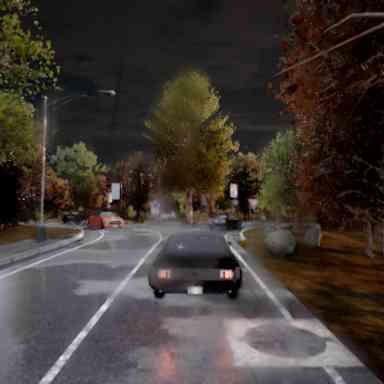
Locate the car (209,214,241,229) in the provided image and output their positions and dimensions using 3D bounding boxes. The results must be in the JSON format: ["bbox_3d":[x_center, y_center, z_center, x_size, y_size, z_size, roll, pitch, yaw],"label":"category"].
[{"bbox_3d":[3.075,2.759,30.891,2.033,1.411,5.357,-2,-5,22],"label":"car"}]

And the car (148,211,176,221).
[{"bbox_3d":[-5.917,4.777,66.282,5.566,2.045,2.150,1,-4,-8],"label":"car"}]

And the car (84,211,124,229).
[{"bbox_3d":[-8.248,2.627,31.795,2.097,1.767,4.553,3,-5,-37],"label":"car"}]

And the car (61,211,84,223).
[{"bbox_3d":[-18.855,4.092,54.547,2.150,2.045,5.566,-2,-5,19],"label":"car"}]

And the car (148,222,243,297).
[{"bbox_3d":[0.113,1.689,8.735,1.895,1.301,4.718,0,-1,1],"label":"car"}]
